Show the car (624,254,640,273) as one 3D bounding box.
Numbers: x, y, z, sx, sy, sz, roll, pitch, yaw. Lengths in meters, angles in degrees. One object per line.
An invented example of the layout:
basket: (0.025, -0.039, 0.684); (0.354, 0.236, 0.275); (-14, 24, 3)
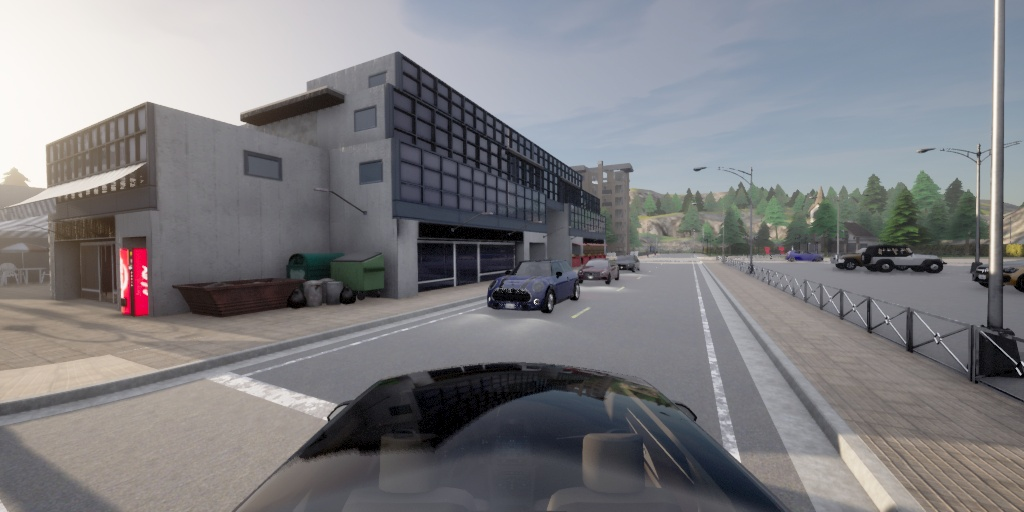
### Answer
car: (9.996, 0.634, 31.299); (1.837, 1.490, 4.892); (0, 1, 27)

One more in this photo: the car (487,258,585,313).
car: (0.928, 0.908, 13.068); (2.097, 1.767, 4.553); (0, 1, 26)

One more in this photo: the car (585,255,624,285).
car: (5.420, 0.870, 22.117); (1.812, 1.442, 4.674); (0, 1, 26)
